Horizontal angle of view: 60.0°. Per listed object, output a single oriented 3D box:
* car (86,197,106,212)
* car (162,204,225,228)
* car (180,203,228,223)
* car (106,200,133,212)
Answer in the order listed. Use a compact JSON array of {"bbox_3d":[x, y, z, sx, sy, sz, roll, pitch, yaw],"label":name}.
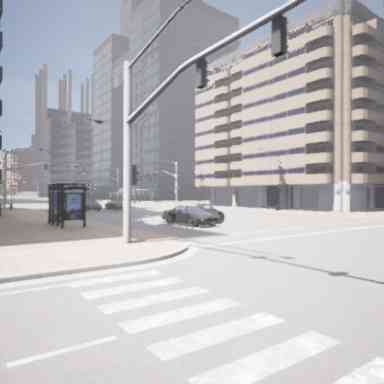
[{"bbox_3d":[-12.763,1.650,41.305,1.837,1.490,4.892,0,-1,-36],"label":"car"},{"bbox_3d":[-0.162,1.691,24.025,2.033,1.411,5.357,0,0,-36],"label":"car"},{"bbox_3d":[0.935,1.730,28.448,1.994,1.385,4.181,0,0,-36],"label":"car"},{"bbox_3d":[-9.436,1.714,42.676,2.033,1.411,5.357,0,0,-36],"label":"car"}]
